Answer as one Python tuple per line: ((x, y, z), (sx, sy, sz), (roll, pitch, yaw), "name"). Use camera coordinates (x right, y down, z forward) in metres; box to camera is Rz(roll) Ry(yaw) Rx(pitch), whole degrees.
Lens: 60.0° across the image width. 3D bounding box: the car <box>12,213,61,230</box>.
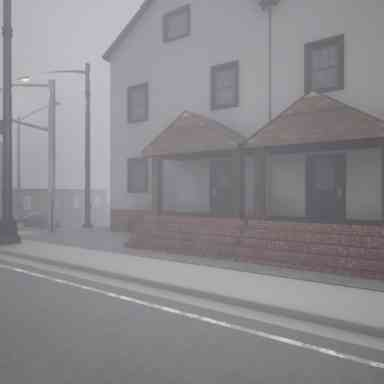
((-13.814, 2.559, 28.809), (1.837, 1.490, 4.892), (0, -9, 36), "car")
